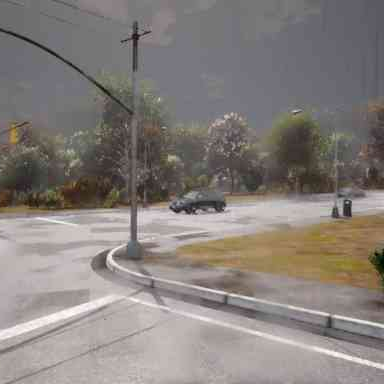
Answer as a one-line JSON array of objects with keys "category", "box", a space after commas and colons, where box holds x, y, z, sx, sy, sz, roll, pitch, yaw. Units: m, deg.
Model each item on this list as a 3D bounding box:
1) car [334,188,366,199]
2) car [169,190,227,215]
[{"category": "car", "box": [20.056, 0.139, 42.293, 4.181, 1.385, 1.994, -3, 2, -27]}, {"category": "car", "box": [0.632, 0.850, 29.586, 5.566, 2.045, 2.150, -2, 2, -39]}]
